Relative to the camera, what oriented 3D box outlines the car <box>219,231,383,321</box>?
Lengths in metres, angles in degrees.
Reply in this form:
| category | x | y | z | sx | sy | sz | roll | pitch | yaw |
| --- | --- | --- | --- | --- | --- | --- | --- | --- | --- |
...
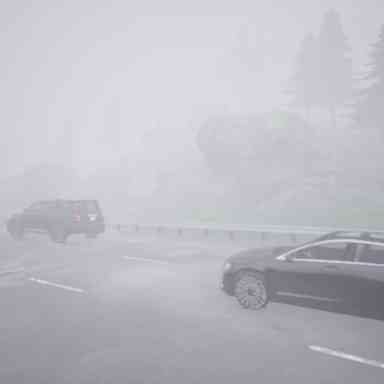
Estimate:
| category | x | y | z | sx | sy | sz | roll | pitch | yaw |
| --- | --- | --- | --- | --- | --- | --- | --- | --- | --- |
| car | 2.830 | 1.481 | 6.173 | 4.902 | 1.511 | 2.128 | -1 | 0 | 35 |

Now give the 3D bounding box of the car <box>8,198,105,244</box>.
| category | x | y | z | sx | sy | sz | roll | pitch | yaw |
| --- | --- | --- | --- | --- | --- | --- | --- | --- | --- |
| car | -6.853 | 1.349 | 16.710 | 5.566 | 2.045 | 2.150 | -1 | 0 | 31 |
